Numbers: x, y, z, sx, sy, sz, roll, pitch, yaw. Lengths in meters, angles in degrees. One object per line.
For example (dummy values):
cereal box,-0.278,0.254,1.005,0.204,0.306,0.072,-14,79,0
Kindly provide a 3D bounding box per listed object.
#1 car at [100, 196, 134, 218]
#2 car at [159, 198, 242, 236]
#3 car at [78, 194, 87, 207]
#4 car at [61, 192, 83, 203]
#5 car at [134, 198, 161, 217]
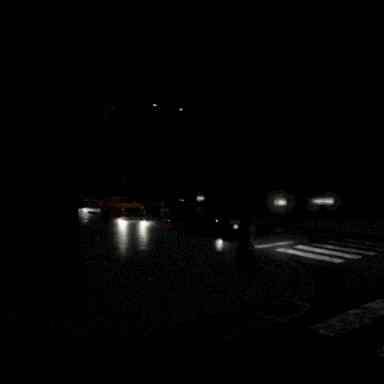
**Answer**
car,-5.523,1.077,25.653,1.882,1.535,5.008,0,1,-35
car,0.569,1.261,16.997,2.128,1.511,4.902,0,1,-35
car,-13.027,0.979,36.336,1.895,1.301,4.718,0,1,-35
car,-17.054,0.725,47.109,1.994,1.385,4.181,0,1,-35
car,-2.230,1.157,26.051,2.033,1.411,5.357,0,1,-35
